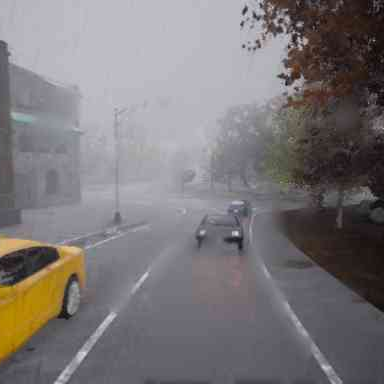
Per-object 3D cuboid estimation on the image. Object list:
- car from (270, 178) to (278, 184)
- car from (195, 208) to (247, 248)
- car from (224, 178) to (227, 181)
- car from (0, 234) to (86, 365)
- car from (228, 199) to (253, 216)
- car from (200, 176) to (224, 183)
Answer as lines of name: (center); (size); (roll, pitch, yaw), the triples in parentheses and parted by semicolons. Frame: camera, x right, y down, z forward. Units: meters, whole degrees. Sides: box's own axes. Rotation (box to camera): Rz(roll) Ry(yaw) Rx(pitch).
car: (19.912, -2.650, 72.867); (2.150, 2.045, 5.566); (-5, 8, -44)
car: (1.329, 1.601, 14.892); (1.895, 1.301, 4.718); (1, 0, 7)
car: (6.078, -3.134, 81.464); (4.718, 1.301, 1.895); (0, 5, -3)
car: (-3.087, 1.449, 4.488); (1.882, 1.535, 5.008); (0, 0, 3)
car: (4.528, 1.369, 31.289); (1.812, 1.442, 4.674); (2, 3, 17)
car: (4.333, -2.810, 78.050); (4.718, 1.301, 1.895); (-1, 6, -8)
